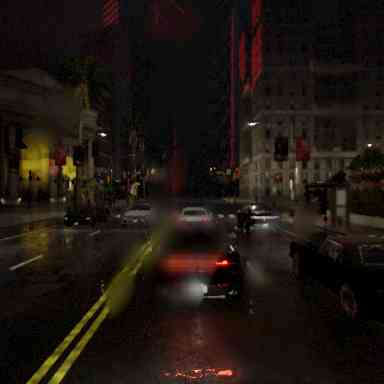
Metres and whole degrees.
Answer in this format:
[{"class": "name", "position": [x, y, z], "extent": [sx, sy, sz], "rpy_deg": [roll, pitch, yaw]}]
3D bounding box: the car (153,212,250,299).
[{"class": "car", "position": [0.122, 1.488, 8.397], "extent": [1.837, 1.490, 4.892], "rpy_deg": [0, 0, 0]}]

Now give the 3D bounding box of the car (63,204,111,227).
[{"class": "car", "position": [-6.968, 1.509, 22.702], "extent": [2.033, 1.411, 5.357], "rpy_deg": [0, 0, 0]}]

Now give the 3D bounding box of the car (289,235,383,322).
[{"class": "car", "position": [3.616, 1.586, 7.138], "extent": [1.895, 1.301, 4.718], "rpy_deg": [0, 0, 0]}]

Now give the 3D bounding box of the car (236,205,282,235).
[{"class": "car", "position": [3.627, 1.455, 18.663], "extent": [2.128, 1.511, 4.902], "rpy_deg": [0, 0, 0]}]

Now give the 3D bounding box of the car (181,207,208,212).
[{"class": "car", "position": [0.122, 1.490, 17.497], "extent": [1.812, 1.442, 4.674], "rpy_deg": [0, 0, 0]}]

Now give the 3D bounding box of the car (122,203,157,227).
[{"class": "car", "position": [-3.468, 1.485, 22.696], "extent": [1.812, 1.442, 4.674], "rpy_deg": [0, 0, 0]}]
